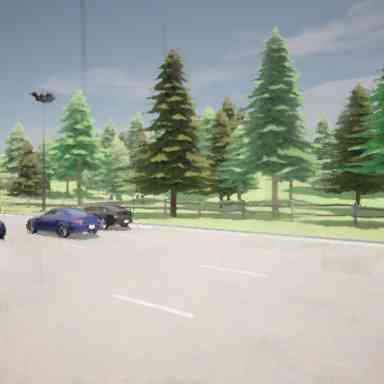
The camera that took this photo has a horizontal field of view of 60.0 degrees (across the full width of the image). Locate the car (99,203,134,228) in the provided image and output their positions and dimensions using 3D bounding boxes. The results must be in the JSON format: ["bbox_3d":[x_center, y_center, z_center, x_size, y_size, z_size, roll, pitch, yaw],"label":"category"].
[{"bbox_3d":[-5.852,1.490,21.061,4.892,1.490,1.837,0,0,36],"label":"car"}]

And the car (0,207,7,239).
[{"bbox_3d":[-10.715,1.548,15.931,4.181,1.385,1.994,0,0,36],"label":"car"}]

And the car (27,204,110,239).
[{"bbox_3d":[-6.701,1.512,17.367,4.674,1.442,1.812,0,0,36],"label":"car"}]
